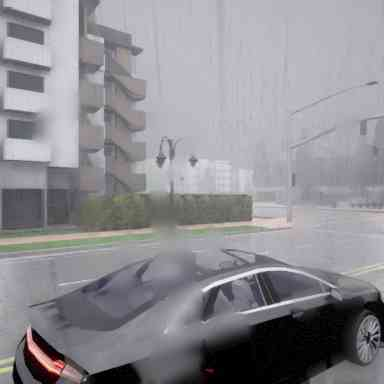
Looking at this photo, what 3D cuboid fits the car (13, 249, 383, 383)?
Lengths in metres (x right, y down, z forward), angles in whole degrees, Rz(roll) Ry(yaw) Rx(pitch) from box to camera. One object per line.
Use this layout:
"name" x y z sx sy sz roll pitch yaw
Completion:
"car" 0.551 1.492 4.150 4.902 1.511 2.128 0 0 -35
